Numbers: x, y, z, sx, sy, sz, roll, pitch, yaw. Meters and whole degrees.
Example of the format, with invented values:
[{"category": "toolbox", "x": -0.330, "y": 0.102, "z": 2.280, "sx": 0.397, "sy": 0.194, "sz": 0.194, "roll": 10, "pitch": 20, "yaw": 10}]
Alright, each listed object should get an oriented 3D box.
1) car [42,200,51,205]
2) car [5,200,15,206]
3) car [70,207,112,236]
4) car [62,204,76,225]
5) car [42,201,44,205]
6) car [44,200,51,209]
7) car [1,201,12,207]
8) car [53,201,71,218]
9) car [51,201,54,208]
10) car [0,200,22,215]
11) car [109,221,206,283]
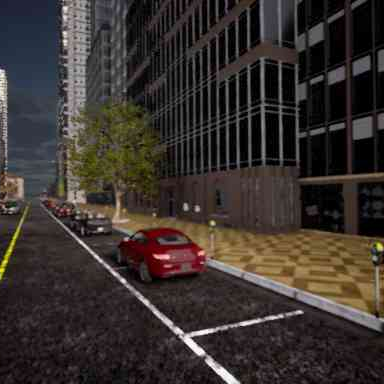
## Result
[{"category": "car", "x": -38.018, "y": 2.704, "z": 86.887, "sx": 1.947, "sy": 1.339, "sz": 4.313, "roll": 0, "pitch": -1, "yaw": -26}, {"category": "car", "x": -45.575, "y": 2.707, "z": 83.264, "sx": 1.887, "sy": 1.381, "sz": 4.507, "roll": 0, "pitch": -1, "yaw": -26}, {"category": "car", "x": -5.968, "y": 1.822, "z": 20.192, "sx": 2.008, "sy": 1.369, "sz": 4.403, "roll": 0, "pitch": -1, "yaw": -26}, {"category": "car", "x": -8.433, "y": 1.895, "z": 25.322, "sx": 2.008, "sy": 1.369, "sz": 4.403, "roll": 0, "pitch": -1, "yaw": -26}, {"category": "car", "x": -33.087, "y": 2.580, "z": 76.626, "sx": 1.947, "sy": 1.339, "sz": 4.313, "roll": 0, "pitch": -1, "yaw": -26}, {"category": "car", "x": -25.691, "y": 2.368, "z": 61.236, "sx": 1.887, "sy": 1.381, "sz": 4.507, "roll": 0, "pitch": -1, "yaw": -26}, {"category": "car", "x": -40.644, "y": 2.620, "z": 73.003, "sx": 1.802, "sy": 1.307, "sz": 4.206, "roll": 0, "pitch": -1, "yaw": -26}, {"category": "car", "x": -13.365, "y": 1.924, "z": 35.584, "sx": 1.967, "sy": 1.590, "sz": 4.097, "roll": 0, "pitch": -1, "yaw": -26}, {"category": "car", "x": -15.830, "y": 1.993, "z": 40.714, "sx": 1.967, "sy": 1.590, "sz": 4.097, "roll": 0, "pitch": -1, "yaw": -26}, {"category": "car", "x": -23.243, "y": 1.985, "z": 42.998, "sx": 2.097, "sy": 1.767, "sz": 4.553, "roll": 0, "pitch": -1, "yaw": -26}, {"category": "car", "x": -1.037, "y": 1.703, "z": 9.931, "sx": 1.802, "sy": 1.307, "sz": 4.206, "roll": 0, "pitch": -1, "yaw": -26}]
